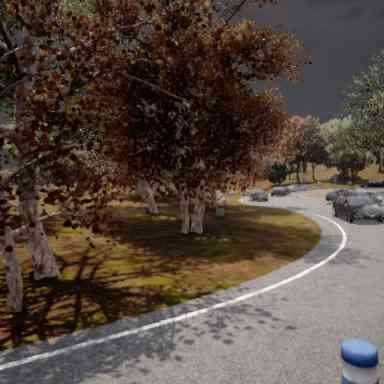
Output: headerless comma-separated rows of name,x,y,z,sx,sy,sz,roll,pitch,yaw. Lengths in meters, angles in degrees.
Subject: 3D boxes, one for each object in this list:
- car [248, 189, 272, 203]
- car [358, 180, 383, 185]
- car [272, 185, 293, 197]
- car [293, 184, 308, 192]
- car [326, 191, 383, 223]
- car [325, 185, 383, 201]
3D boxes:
car,7.854,0.377,39.855,1.837,1.490,4.892,-4,2,2
car,31.587,-1.382,57.801,5.008,1.535,1.882,-2,2,8
car,12.721,-0.087,48.119,2.033,1.411,5.357,-2,2,27
car,17.964,-0.668,58.024,4.718,1.301,1.895,-4,2,-28
car,9.963,0.944,20.187,1.837,1.490,4.892,-1,2,8
car,14.306,0.405,29.659,2.128,1.511,4.902,-4,2,-32
